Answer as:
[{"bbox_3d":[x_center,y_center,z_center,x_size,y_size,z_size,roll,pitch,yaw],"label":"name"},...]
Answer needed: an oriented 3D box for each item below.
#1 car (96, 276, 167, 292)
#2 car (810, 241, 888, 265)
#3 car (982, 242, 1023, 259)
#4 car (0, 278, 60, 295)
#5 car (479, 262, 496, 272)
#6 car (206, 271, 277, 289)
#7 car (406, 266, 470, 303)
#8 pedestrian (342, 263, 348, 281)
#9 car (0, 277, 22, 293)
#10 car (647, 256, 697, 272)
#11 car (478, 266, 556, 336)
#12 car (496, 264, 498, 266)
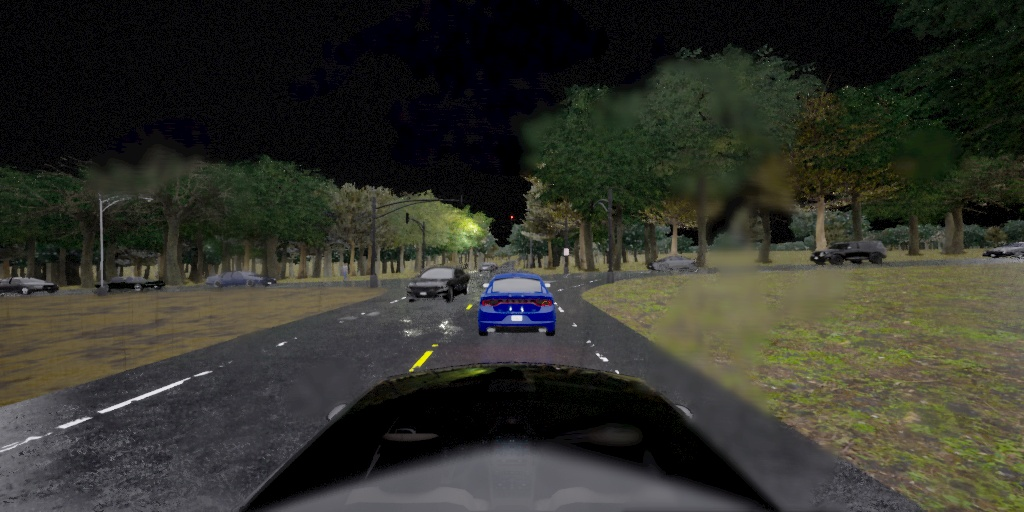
[{"bbox_3d":[-33.348,2.439,31.511,4.718,1.301,1.895,-2,-1,3],"label":"car"},{"bbox_3d":[30.336,-0.255,32.394,5.566,2.045,2.150,-2,-1,2],"label":"car"},{"bbox_3d":[45.355,-0.498,31.714,5.357,1.411,2.033,-2,-1,3],"label":"car"},{"bbox_3d":[-43.512,2.674,31.996,4.892,1.490,1.837,-2,-1,3],"label":"car"},{"bbox_3d":[-3.867,1.679,53.561,2.128,1.511,4.902,0,-1,-1],"label":"car"},{"bbox_3d":[-23.426,2.048,31.078,5.357,1.411,2.033,-2,-1,6],"label":"car"},{"bbox_3d":[-3.313,1.237,16.901,1.882,1.535,5.008,0,0,6],"label":"car"},{"bbox_3d":[-17.861,1.681,38.404,0.375,1.860,0.375,0,1,3],"label":"pedestrian"},{"bbox_3d":[-53.076,2.980,36.131,5.008,1.535,1.882,-2,-1,2],"label":"car"},{"bbox_3d":[14.619,0.703,32.826,4.181,1.385,1.994,-2,-1,-1],"label":"car"},{"bbox_3d":[0.140,1.233,10.444,1.882,1.535,5.008,0,0,1],"label":"car"},{"bbox_3d":[-3.994,1.847,62.948,2.128,1.511,4.902,0,-1,0],"label":"car"}]
